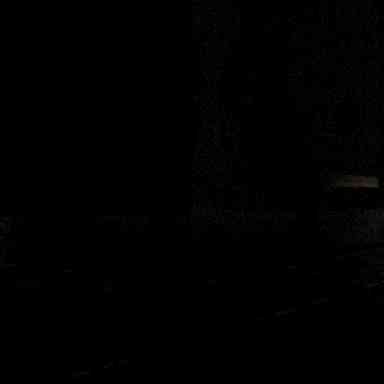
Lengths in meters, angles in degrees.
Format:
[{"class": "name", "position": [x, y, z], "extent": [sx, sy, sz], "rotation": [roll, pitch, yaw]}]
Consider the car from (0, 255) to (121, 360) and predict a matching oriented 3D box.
[{"class": "car", "position": [-3.060, 1.582, 4.465], "extent": [4.206, 1.307, 1.802], "rotation": [1, 0, -35]}]
